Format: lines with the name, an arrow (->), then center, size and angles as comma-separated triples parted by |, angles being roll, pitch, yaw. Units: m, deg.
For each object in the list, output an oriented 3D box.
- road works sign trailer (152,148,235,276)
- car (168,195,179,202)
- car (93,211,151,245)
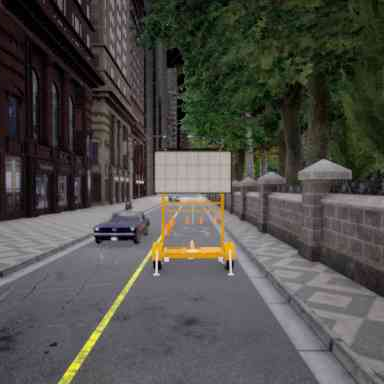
road works sign trailer -> 0.026, 0.452, 10.326 | 2.380, 3.560, 2.880 | 0, 0, -1
car -> -3.157, 1.297, 57.588 | 1.812, 1.442, 4.674 | 0, 1, 0
car -> -3.119, 1.578, 15.563 | 1.895, 1.301, 4.718 | 0, 0, 0
